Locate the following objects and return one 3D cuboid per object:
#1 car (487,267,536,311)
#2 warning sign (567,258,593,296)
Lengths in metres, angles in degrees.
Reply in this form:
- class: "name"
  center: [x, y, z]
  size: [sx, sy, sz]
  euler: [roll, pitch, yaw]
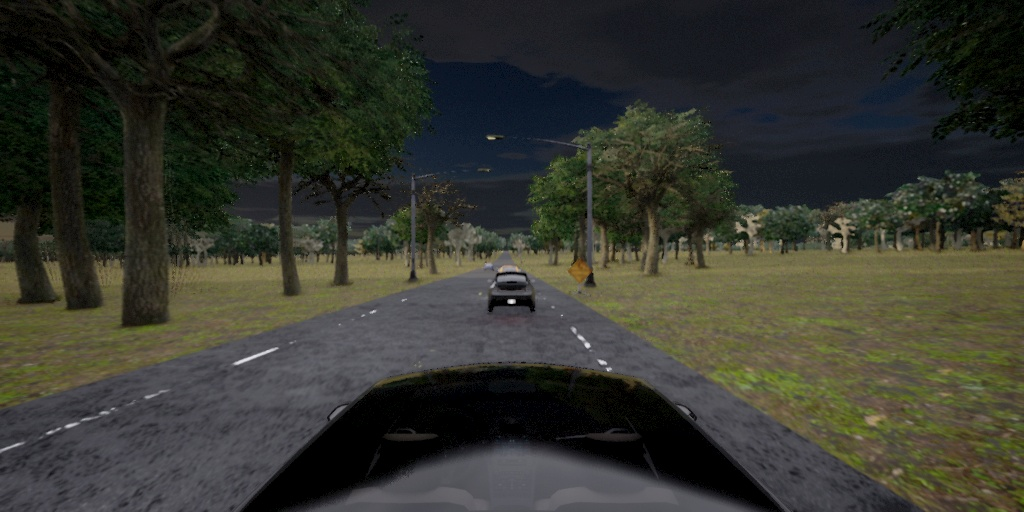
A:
- class: "car"
  center: [-0.026, 1.402, 15.371]
  size: [1.837, 1.490, 4.892]
  euler: [0, 0, 0]
- class: "warning sign"
  center: [3.472, 1.047, 18.473]
  size: [1.300, 1.860, 1.060]
  euler: [0, 0, -1]
